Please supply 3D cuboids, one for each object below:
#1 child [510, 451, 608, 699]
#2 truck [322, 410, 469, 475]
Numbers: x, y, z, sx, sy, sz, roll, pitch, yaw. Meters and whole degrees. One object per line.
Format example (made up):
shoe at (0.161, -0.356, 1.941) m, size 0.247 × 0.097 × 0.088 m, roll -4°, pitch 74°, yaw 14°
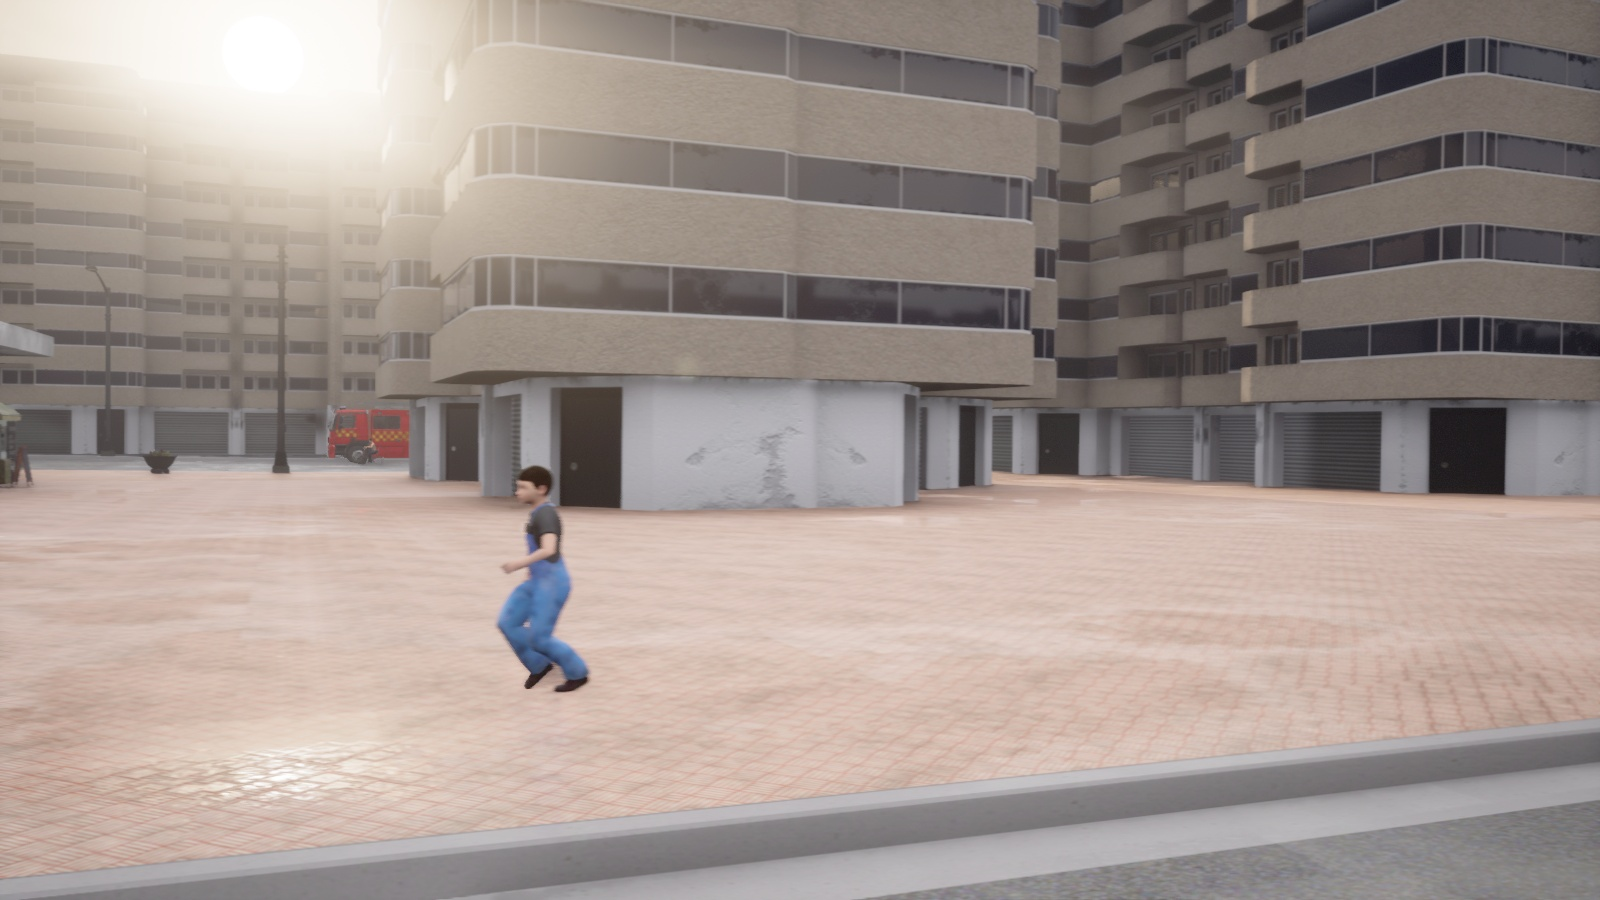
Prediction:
child at (-1.273, 0.640, 6.632) m, size 0.437 × 1.263 × 0.270 m, roll -1°, pitch 1°, yaw -26°
truck at (-25.309, -0.511, 78.609) m, size 8.468 × 3.827 × 2.891 m, roll -1°, pitch 1°, yaw -22°
